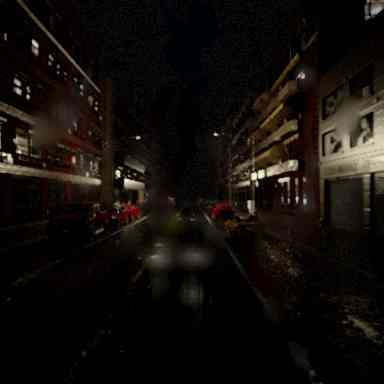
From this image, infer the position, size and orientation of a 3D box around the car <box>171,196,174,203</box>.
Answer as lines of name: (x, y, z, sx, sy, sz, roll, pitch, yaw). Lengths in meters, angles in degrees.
car: (-5.683, 2.093, 73.705, 2.008, 1.369, 4.403, 0, 0, 0)

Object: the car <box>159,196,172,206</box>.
car: (-5.683, 2.052, 68.068, 2.008, 1.369, 4.403, 0, 0, 0)

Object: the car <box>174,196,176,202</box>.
car: (-5.681, 2.168, 84.978, 1.887, 1.381, 4.507, 0, 0, 0)

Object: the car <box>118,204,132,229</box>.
car: (-5.687, 1.612, 22.981, 1.967, 1.590, 4.097, 0, 0, 0)

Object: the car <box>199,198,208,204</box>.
car: (2.699, 2.149, 79.336, 1.947, 1.339, 4.313, 0, 0, 0)

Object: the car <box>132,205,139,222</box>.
car: (-5.686, 1.758, 28.617, 1.887, 1.381, 4.507, 0, 0, 0)

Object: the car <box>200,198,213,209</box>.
car: (2.696, 1.929, 51.156, 2.008, 1.369, 4.403, 0, 0, 0)

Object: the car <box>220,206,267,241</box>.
car: (2.693, 1.657, 17.510, 1.752, 1.417, 4.829, 0, 0, 0)

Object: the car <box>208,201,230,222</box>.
car: (2.694, 1.758, 28.612, 1.887, 1.381, 4.507, 0, 0, 0)

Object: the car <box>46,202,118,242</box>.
car: (-5.687, 1.445, 17.346, 2.192, 1.841, 5.009, 0, 0, 0)

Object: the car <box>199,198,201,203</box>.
car: (2.699, 2.069, 73.870, 1.752, 1.417, 4.829, 0, 0, 0)

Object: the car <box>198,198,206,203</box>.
car: (2.700, 2.246, 90.608, 1.802, 1.307, 4.206, 0, 0, 0)
